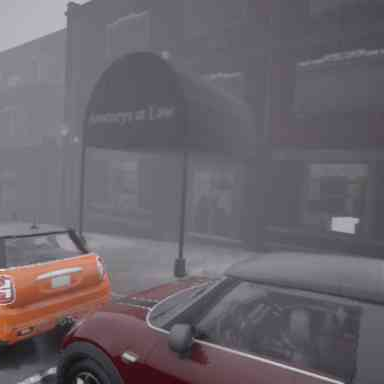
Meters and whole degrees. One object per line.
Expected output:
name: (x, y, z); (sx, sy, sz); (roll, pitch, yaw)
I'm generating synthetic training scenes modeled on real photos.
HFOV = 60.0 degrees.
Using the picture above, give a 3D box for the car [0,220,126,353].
car: (-3.659, 1.330, 6.143); (4.553, 1.767, 2.185); (0, 0, 36)
